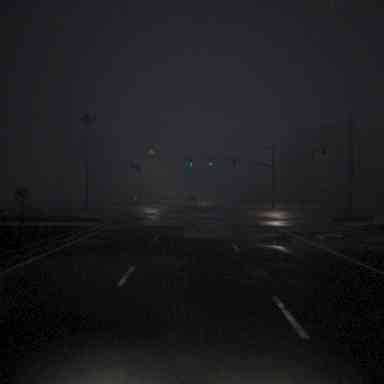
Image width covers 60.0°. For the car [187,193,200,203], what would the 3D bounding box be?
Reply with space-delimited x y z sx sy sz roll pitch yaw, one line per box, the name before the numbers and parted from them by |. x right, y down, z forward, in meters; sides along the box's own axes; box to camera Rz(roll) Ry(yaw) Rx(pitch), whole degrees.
car | 0.013 1.271 66.048 2.097 1.767 4.553 0 0 0
